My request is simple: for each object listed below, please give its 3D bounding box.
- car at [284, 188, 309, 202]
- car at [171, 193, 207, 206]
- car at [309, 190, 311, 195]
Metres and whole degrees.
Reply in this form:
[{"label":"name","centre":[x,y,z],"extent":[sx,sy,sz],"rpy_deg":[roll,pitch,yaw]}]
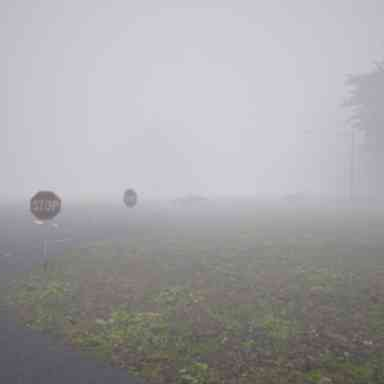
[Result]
[{"label":"car","centre":[14.371,0.604,46.497],"extent":[1.812,1.442,4.674],"rpy_deg":[2,3,35]},{"label":"car","centre":[-0.345,0.794,37.911],"extent":[1.895,1.301,4.718],"rpy_deg":[2,3,36]},{"label":"car","centre":[24.255,-0.090,72.268],"extent":[1.882,1.535,5.008],"rpy_deg":[2,2,36]}]
